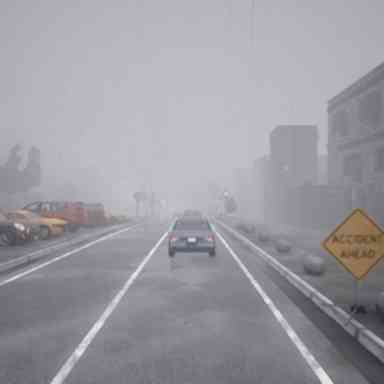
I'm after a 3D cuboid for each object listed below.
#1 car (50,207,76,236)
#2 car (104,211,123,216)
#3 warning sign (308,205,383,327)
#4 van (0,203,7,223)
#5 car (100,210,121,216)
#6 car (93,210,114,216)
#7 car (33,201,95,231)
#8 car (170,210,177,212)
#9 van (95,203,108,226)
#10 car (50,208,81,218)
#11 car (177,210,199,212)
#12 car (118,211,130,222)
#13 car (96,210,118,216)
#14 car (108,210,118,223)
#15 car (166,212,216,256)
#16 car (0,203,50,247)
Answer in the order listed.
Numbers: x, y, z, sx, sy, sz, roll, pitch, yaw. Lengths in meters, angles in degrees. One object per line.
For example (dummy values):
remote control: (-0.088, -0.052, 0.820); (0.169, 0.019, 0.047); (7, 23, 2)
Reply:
car: (-9.473, 1.766, 18.462); (5.008, 1.535, 2.097); (0, -2, -1)
car: (-21.777, 5.921, 91.994); (4.674, 1.452, 2.002); (0, -4, 0)
warning sign: (2.846, 1.176, 5.719); (1.300, 1.860, 1.060); (0, -1, 0)
van: (-21.712, 2.161, 34.115); (4.442, 1.987, 1.878); (0, -3, 0)
car: (-21.798, 5.683, 88.854); (5.008, 1.535, 2.097); (0, -4, 0)
car: (-21.817, 5.312, 82.315); (4.674, 1.452, 2.002); (0, -4, 0)
car: (-9.524, 1.610, 21.386); (5.566, 2.045, 2.435); (0, -2, 0)
car: (-3.152, 4.710, 70.968); (1.895, 1.301, 4.718); (0, -4, 0)
van: (-9.647, 1.873, 27.572); (4.442, 1.987, 1.878); (0, -2, 0)
car: (-21.953, 3.620, 58.038); (4.553, 1.767, 2.185); (0, -4, 0)
car: (0.002, 2.264, 29.320); (1.994, 1.385, 4.181); (0, -2, 0)
car: (-9.373, 2.355, 33.513); (5.366, 1.575, 1.946); (0, -3, 0)
car: (-21.801, 5.479, 85.587); (4.892, 1.521, 2.231); (0, -4, 0)
car: (-9.576, 2.100, 30.603); (4.553, 1.767, 2.185); (0, -3, 0)
car: (-0.002, 1.759, 14.009); (2.033, 1.411, 5.357); (0, -1, 0)
car: (-9.472, 1.541, 15.431); (4.553, 1.767, 2.185); (0, -2, -1)
